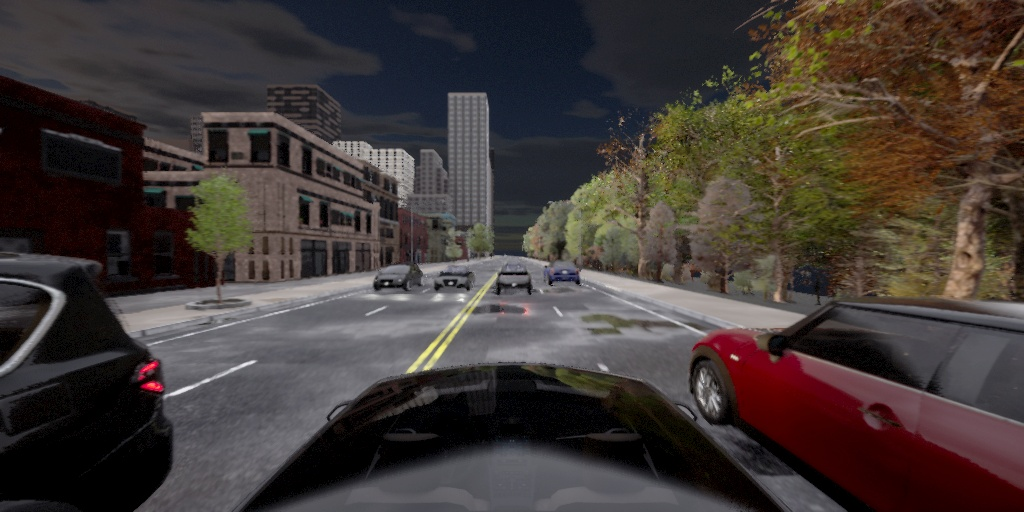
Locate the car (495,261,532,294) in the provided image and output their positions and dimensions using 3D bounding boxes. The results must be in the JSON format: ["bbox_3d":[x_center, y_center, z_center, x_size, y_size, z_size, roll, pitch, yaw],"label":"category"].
[{"bbox_3d":[0.109,1.196,19.912,2.128,1.511,4.902,0,0,0],"label":"car"}]

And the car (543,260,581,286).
[{"bbox_3d":[3.362,1.042,24.928,2.097,1.767,4.553,0,0,0],"label":"car"}]

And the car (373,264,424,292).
[{"bbox_3d":[-6.530,1.208,21.125,1.837,1.490,4.892,0,0,0],"label":"car"}]

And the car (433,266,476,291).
[{"bbox_3d":[-3.280,1.266,21.181,1.994,1.385,4.181,0,0,1],"label":"car"}]

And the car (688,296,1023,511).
[{"bbox_3d":[3.350,1.098,2.847,2.097,1.767,4.553,0,0,0],"label":"car"}]
